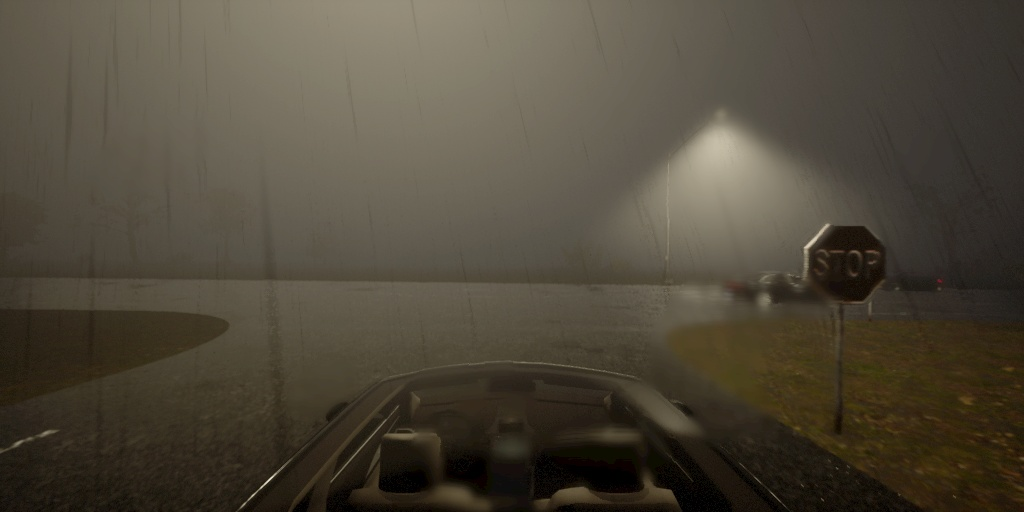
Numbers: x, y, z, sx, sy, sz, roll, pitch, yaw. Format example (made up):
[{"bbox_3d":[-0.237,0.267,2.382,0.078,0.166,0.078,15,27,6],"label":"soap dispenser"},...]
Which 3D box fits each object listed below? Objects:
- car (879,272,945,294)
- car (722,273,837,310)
[{"bbox_3d":[24.708,1.715,22.937,4.181,1.385,1.994,0,1,0],"label":"car"},{"bbox_3d":[12.089,1.514,16.021,4.892,1.490,1.837,1,1,0],"label":"car"}]
